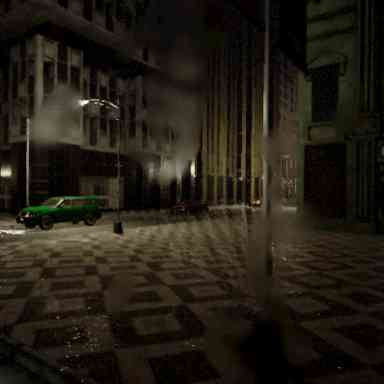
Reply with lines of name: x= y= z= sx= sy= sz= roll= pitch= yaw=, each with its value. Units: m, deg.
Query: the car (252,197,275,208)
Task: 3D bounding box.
car: x=10.806 y=1.600 z=50.072 sx=2.097 sy=1.767 sz=4.553 roll=1 pitch=0 yaw=35

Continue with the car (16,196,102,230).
car: x=-8.742 y=1.327 z=22.487 sx=2.150 sy=2.045 sz=5.566 roll=1 pitch=0 yaw=35

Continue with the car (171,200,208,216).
car: x=-0.211 y=1.632 z=34.598 sx=1.882 sy=1.535 sz=5.008 roll=1 pitch=0 yaw=35
